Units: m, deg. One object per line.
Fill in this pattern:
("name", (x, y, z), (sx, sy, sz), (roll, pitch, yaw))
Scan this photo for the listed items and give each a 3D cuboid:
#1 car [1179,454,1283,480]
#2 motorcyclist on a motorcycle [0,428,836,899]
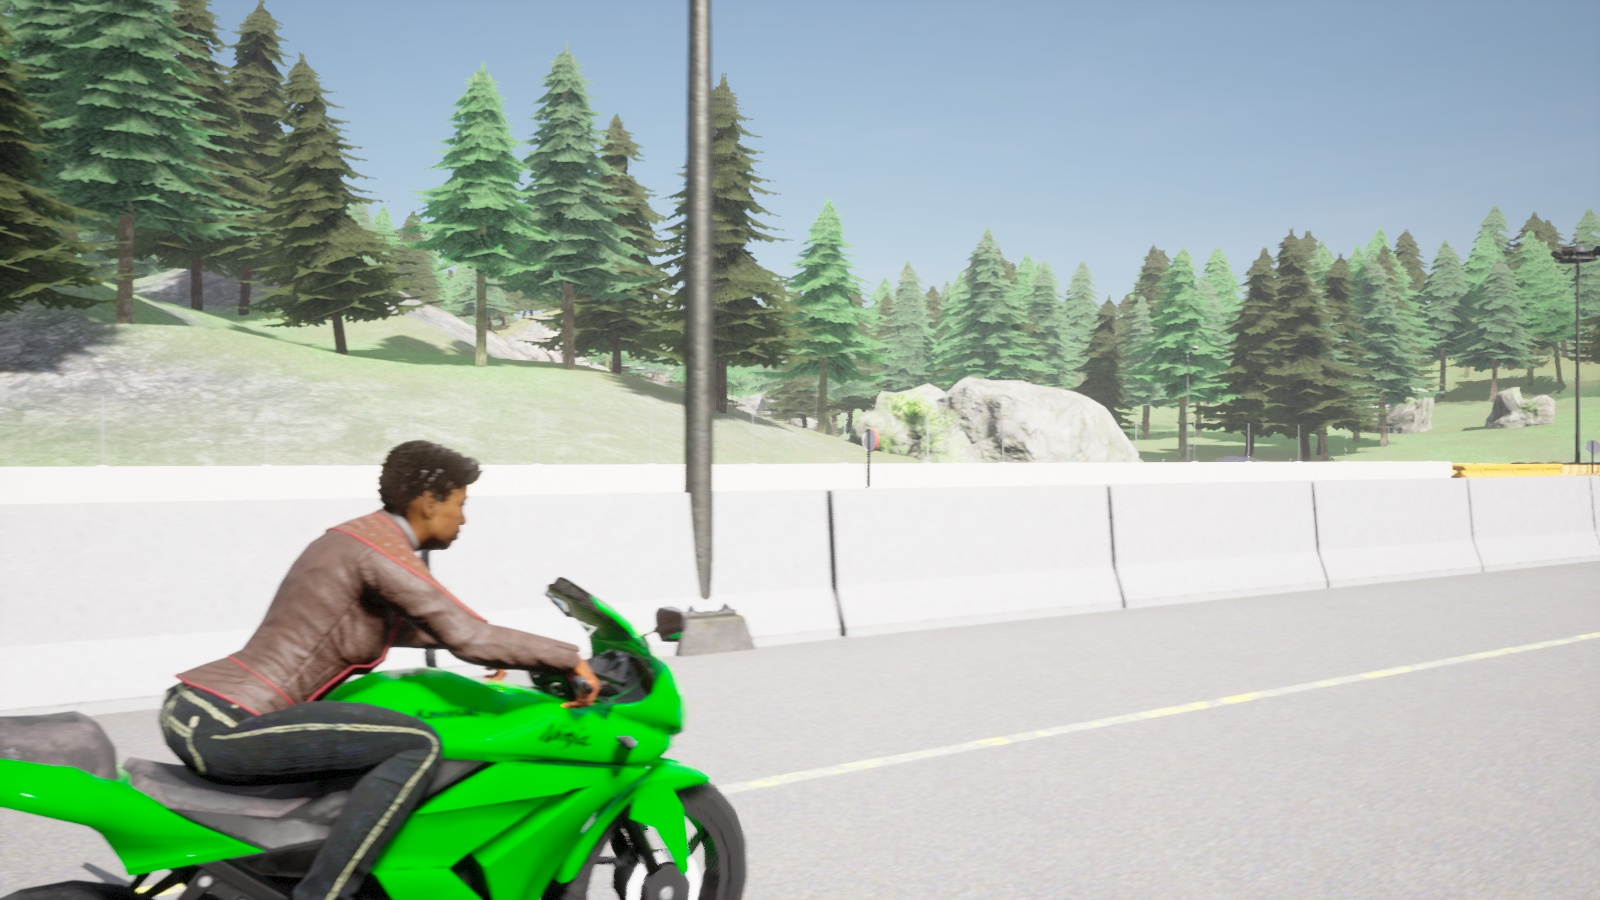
("car", (24.013, 0.914, 70.131), (5.357, 1.411, 2.033), (0, 0, 15))
("motorcyclist on a motorcycle", (-0.986, 0.740, 2.973), (2.044, 1.523, 0.797), (-2, 1, -35))
